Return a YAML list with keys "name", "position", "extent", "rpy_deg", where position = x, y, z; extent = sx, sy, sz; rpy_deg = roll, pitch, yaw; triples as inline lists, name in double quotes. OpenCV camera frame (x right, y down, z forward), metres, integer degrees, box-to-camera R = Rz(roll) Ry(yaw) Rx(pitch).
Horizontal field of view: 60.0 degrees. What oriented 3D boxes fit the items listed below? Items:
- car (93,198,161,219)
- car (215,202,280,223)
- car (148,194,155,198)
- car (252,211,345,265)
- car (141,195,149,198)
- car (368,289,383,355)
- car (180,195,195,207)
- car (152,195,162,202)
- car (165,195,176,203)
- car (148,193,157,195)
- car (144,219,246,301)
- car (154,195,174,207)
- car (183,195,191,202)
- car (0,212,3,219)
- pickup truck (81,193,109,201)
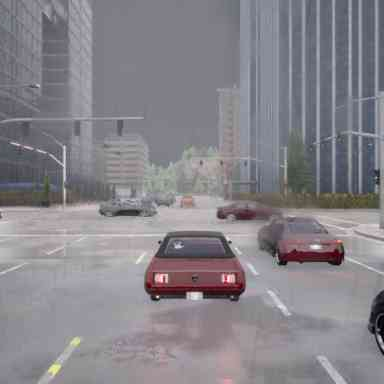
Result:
- name: "car"
  position: [-5.422, 1.492, 28.212]
  extent: [4.902, 1.511, 2.128]
  rpy_deg: [0, 0, 0]
- name: "car"
  position: [4.250, 1.477, 24.791]
  extent: [5.008, 1.535, 1.882]
  rpy_deg: [0, 0, 0]
- name: "car"
  position: [-7.914, 1.505, 56.697]
  extent: [1.837, 1.490, 4.892]
  rpy_deg: [0, 0, -1]
- name: "car"
  position: [3.576, 1.564, 11.627]
  extent: [1.994, 1.385, 4.181]
  rpy_deg: [0, 0, 0]
- name: "car"
  position: [-7.796, 1.526, 47.443]
  extent: [1.812, 1.442, 4.674]
  rpy_deg: [0, 0, 1]
- name: "car"
  position: [3.608, 1.564, 3.216]
  extent: [1.994, 1.385, 4.181]
  rpy_deg: [0, 0, -1]
- name: "car"
  position: [-0.677, 1.352, 50.441]
  extent: [2.097, 1.767, 4.553]
  rpy_deg: [0, 0, 0]
- name: "car"
  position: [-8.141, 1.465, 77.570]
  extent: [1.882, 1.535, 5.008]
  rpy_deg: [0, 0, -1]
- name: "car"
  position: [-4.556, 1.525, 71.826]
  extent: [2.128, 1.511, 4.902]
  rpy_deg: [0, 0, -1]
- name: "car"
  position: [-8.005, 1.221, 67.103]
  extent: [2.150, 2.045, 5.566]
  rpy_deg: [0, 0, -1]
- name: "car"
  position: [0.070, 1.601, 8.268]
  extent: [1.895, 1.301, 4.718]
  rpy_deg: [0, 0, 0]
- name: "car"
  position: [-4.353, 1.547, 51.544]
  extent: [2.033, 1.411, 5.357]
  rpy_deg: [0, 0, -1]
- name: "car"
  position: [-1.125, 1.524, 76.753]
  extent: [1.812, 1.442, 4.674]
  rpy_deg: [0, 0, -1]
- name: "car"
  position: [-16.984, 1.547, 24.489]
  extent: [5.357, 1.411, 2.033]
  rpy_deg: [0, 0, 2]
- name: "pickup truck"
  position: [-21.201, 1.059, 73.315]
  extent: [2.390, 2.098, 6.274]
  rpy_deg: [0, 0, 30]
